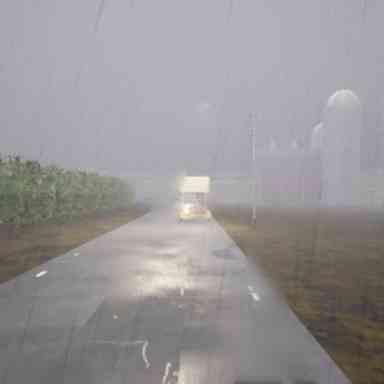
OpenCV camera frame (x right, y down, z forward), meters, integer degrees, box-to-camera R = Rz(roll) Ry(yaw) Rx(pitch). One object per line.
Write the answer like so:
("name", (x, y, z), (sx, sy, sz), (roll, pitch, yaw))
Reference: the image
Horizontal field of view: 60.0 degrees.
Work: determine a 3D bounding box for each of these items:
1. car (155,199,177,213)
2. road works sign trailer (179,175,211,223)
("car", (-2.842, 1.561, 36.883), (1.812, 1.442, 4.674), (0, 0, 0))
("road works sign trailer", (0.189, 0.467, 25.722), (2.380, 3.560, 2.880), (0, 0, -4))
